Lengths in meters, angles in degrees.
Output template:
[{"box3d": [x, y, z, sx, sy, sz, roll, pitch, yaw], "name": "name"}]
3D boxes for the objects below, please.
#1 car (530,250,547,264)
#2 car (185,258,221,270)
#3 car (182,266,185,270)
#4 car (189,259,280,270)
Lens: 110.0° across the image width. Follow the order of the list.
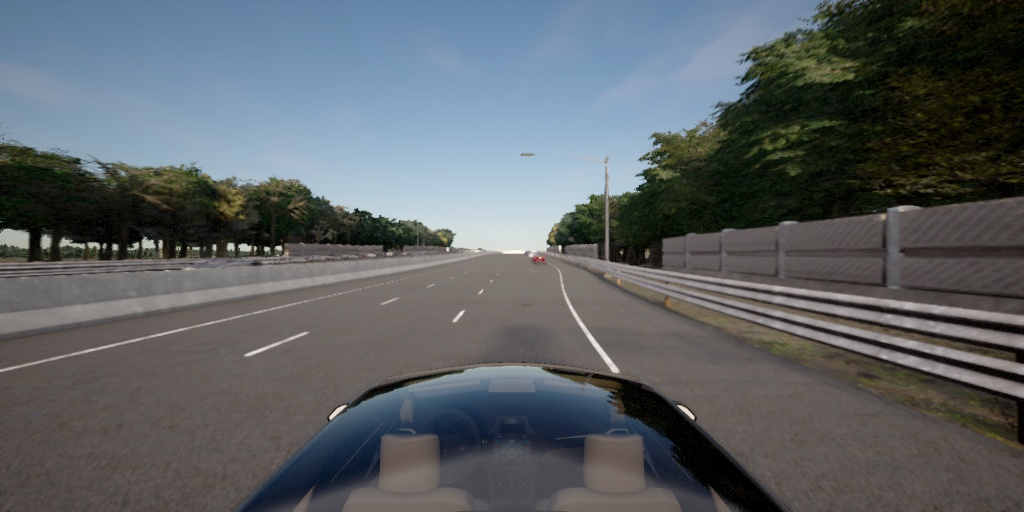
[{"box3d": [4.450, 0.331, 58.157, 2.097, 1.767, 4.553, 0, 1, 1], "name": "car"}, {"box3d": [-24.240, 1.004, 30.456, 2.128, 1.511, 4.902, 0, 1, 2], "name": "car"}, {"box3d": [-26.971, 0.979, 32.252, 2.128, 1.511, 4.902, 0, 1, -2], "name": "car"}, {"box3d": [-17.403, 1.099, 22.952, 1.837, 1.490, 4.892, 0, 1, 1], "name": "car"}]
